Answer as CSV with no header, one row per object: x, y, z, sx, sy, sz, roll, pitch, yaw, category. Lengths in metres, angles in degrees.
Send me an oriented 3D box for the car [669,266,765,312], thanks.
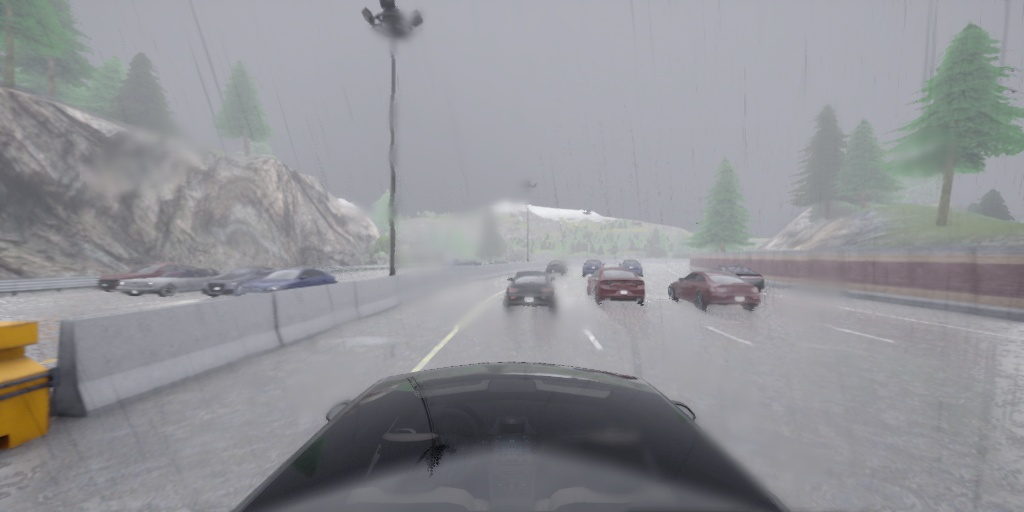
7.835,1.292,14.254,1.812,1.442,4.674,0,0,5,car

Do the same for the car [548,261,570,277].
4.643,1.253,36.025,1.837,1.490,4.892,0,0,14,car

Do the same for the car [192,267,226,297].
-13.022,1.271,18.062,1.994,1.385,4.181,0,0,6,car

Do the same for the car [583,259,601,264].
8.262,1.110,36.024,2.097,1.767,4.553,0,0,14,car

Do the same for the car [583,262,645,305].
4.531,1.234,16.148,1.882,1.535,5.008,0,0,6,car

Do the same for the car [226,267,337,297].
-9.740,1.243,16.022,1.812,1.442,4.674,0,0,6,car

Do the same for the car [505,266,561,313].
0.786,1.273,13.921,1.812,1.442,4.674,0,0,5,car

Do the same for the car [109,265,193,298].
-16.572,1.298,18.159,1.895,1.301,4.718,0,0,6,car

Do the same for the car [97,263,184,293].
-19.833,1.165,20.194,1.882,1.535,5.008,0,0,7,car

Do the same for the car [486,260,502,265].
-2.577,1.319,59.370,1.895,1.301,4.718,0,0,22,car

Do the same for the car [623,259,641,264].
11.957,1.120,36.317,2.097,1.767,4.553,0,0,15,car

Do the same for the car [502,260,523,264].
0.618,1.328,57.935,1.895,1.301,4.718,0,0,22,car

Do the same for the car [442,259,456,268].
-9.821,1.223,60.106,1.812,1.442,4.674,0,0,22,car

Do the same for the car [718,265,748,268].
12.113,1.267,20.151,2.128,1.511,4.902,0,0,8,car

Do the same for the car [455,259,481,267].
-6.821,1.307,58.219,1.895,1.301,4.718,0,0,21,car
